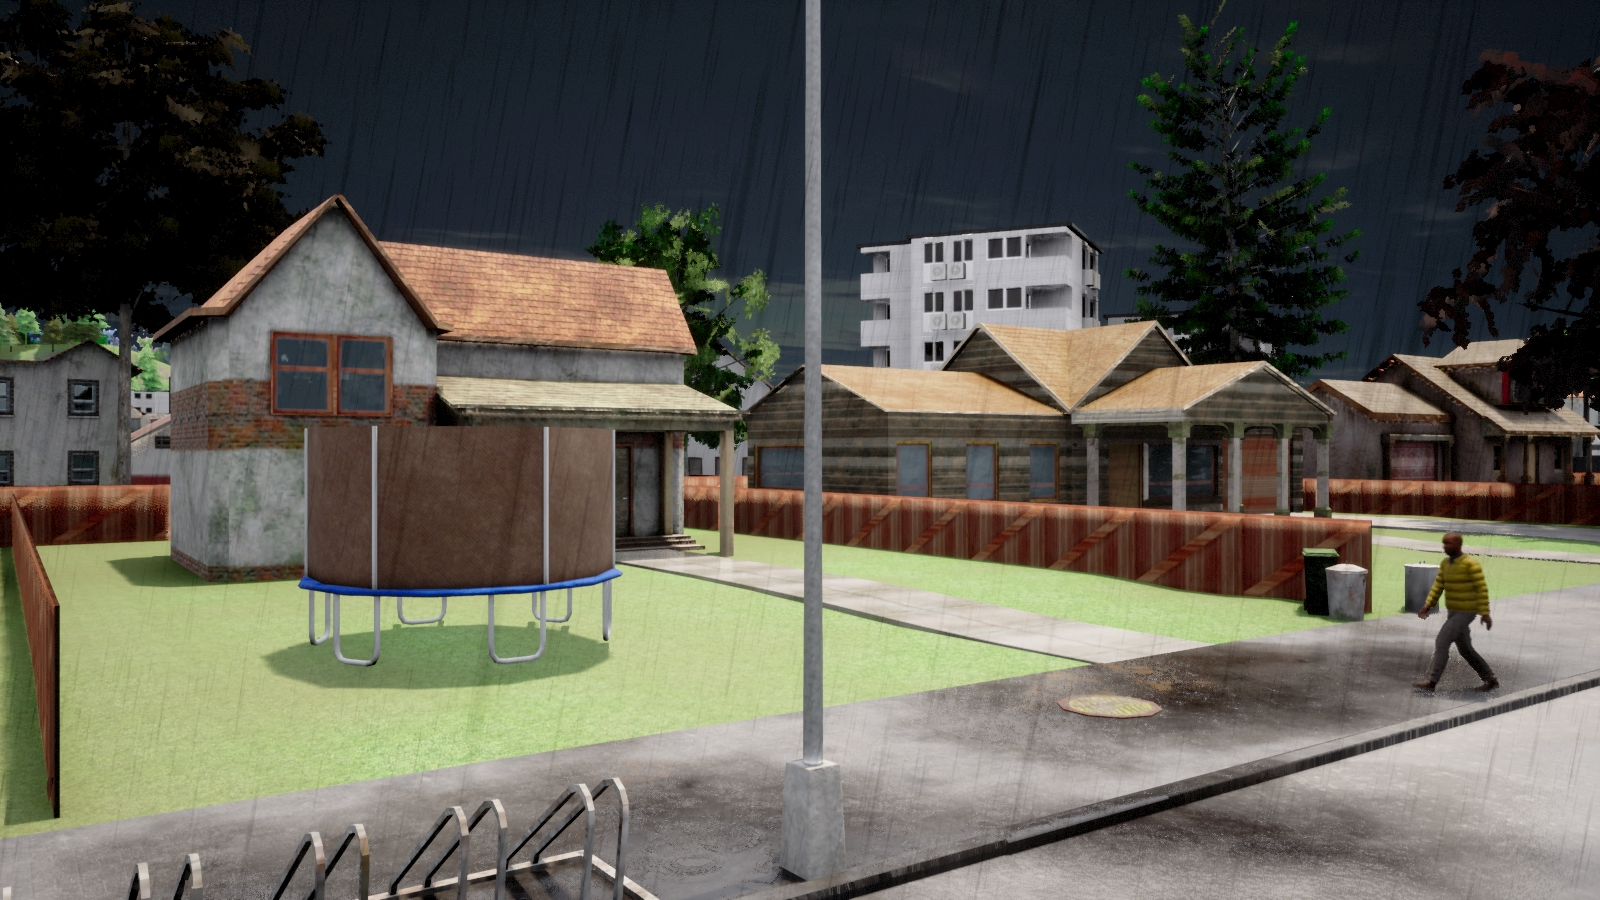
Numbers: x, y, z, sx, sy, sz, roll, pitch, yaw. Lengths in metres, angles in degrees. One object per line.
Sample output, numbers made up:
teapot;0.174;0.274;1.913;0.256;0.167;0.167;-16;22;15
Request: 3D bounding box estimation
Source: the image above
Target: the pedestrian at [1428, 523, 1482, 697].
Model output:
pedestrian;7.199;1.746;12.571;0.375;1.860;0.375;0;0;-2
